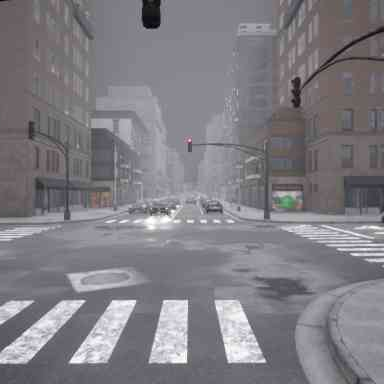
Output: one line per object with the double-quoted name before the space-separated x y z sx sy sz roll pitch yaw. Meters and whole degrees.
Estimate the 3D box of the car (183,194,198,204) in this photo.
"car" -0.217 1.661 63.746 1.994 1.385 4.181 0 0 0

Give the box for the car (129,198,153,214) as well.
"car" -5.660 1.480 36.195 1.967 1.590 4.097 0 0 0

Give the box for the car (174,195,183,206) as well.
"car" -3.059 1.645 57.512 1.994 1.385 4.181 0 0 0

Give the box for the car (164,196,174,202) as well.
"car" -5.572 1.694 80.281 2.008 1.369 4.403 0 0 0

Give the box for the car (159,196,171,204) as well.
"car" -5.594 1.552 69.260 1.967 1.590 4.097 0 0 0

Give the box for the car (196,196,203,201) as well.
"car" 2.063 1.698 90.147 1.812 1.442 4.674 0 0 0

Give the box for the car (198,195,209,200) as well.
"car" 2.398 1.637 52.711 1.947 1.339 4.313 0 0 0

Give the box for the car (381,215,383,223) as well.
"car" 14.181 1.512 20.692 4.181 1.385 1.994 0 0 0

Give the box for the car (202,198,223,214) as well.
"car" 2.365 1.606 36.178 1.947 1.339 4.313 0 0 0

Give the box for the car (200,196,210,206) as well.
"car" 2.387 1.641 47.201 1.802 1.307 4.206 0 0 0

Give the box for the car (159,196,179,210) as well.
"car" -3.104 1.616 43.536 1.994 1.385 4.181 0 0 1

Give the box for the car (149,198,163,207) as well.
"car" -5.627 1.653 52.727 1.802 1.307 4.206 0 0 0

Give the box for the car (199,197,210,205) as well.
"car" 2.420 1.647 63.733 2.008 1.369 4.403 0 0 0

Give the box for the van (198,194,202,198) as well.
"van" 2.409 1.424 58.222 1.690 1.788 3.998 0 0 0

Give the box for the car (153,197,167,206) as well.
"car" -5.616 1.634 58.238 2.008 1.369 4.403 0 0 0

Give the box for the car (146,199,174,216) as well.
"car" -3.128 1.637 33.558 1.895 1.301 4.718 0 0 0
